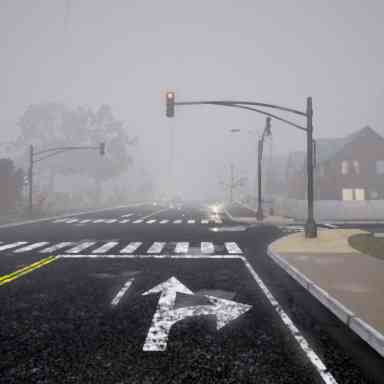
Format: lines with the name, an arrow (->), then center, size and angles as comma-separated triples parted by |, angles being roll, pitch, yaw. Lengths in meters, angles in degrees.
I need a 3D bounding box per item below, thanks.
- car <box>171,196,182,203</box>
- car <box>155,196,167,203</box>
car -> -3.085, 1.536, 67.855 | 1.812, 1.442, 4.674 | 0, 0, 5
car -> -6.319, 1.497, 68.173 | 1.882, 1.535, 5.008 | 0, 0, 5
